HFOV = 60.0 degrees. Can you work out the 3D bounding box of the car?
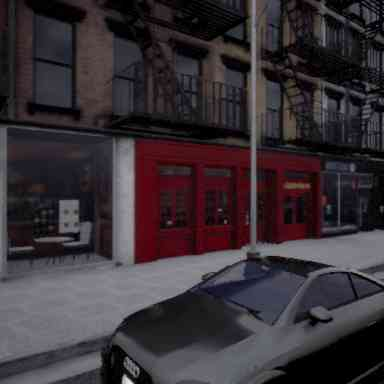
[{"bbox_3d":[1.060,1.565,4.136,4.181,1.385,1.994,0,0,-36],"label":"car"}]
